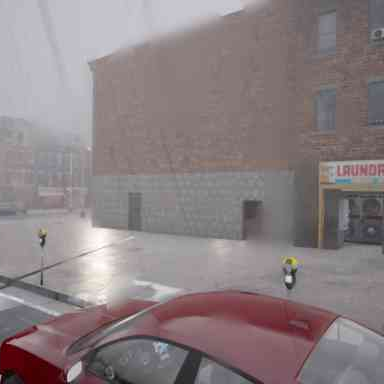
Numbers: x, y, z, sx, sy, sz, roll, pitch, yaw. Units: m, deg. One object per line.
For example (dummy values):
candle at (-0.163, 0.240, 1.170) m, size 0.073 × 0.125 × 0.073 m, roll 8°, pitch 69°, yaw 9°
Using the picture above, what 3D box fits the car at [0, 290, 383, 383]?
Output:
car at (0.137, 1.544, 2.700) m, size 4.507 × 1.381 × 1.887 m, roll 0°, pitch 1°, yaw 36°

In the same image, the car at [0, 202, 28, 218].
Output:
car at (-18.258, 1.746, 31.692) m, size 2.128 × 1.511 × 4.902 m, roll 1°, pitch 0°, yaw 36°
